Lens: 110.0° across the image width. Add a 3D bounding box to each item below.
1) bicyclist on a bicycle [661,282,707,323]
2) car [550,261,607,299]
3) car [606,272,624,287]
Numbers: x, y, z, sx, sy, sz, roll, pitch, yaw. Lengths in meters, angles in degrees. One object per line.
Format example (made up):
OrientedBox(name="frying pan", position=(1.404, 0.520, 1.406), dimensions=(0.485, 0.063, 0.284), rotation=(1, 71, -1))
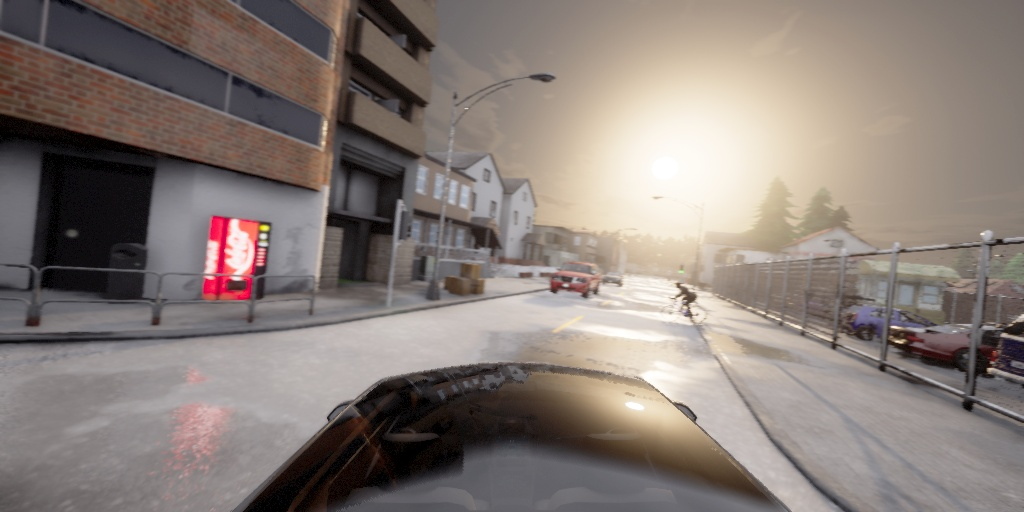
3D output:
OrientedBox(name="bicyclist on a bicycle", position=(6.880, 1.872, 14.413), dimensions=(1.656, 1.620, 0.582), rotation=(-2, -3, 22))
OrientedBox(name="car", position=(4.099, 1.379, 22.324), dimensions=(2.150, 2.045, 5.566), rotation=(7, 0, 23))
OrientedBox(name="car", position=(11.036, 2.440, 38.882), dimensions=(1.812, 1.442, 4.674), rotation=(7, 0, 23))
